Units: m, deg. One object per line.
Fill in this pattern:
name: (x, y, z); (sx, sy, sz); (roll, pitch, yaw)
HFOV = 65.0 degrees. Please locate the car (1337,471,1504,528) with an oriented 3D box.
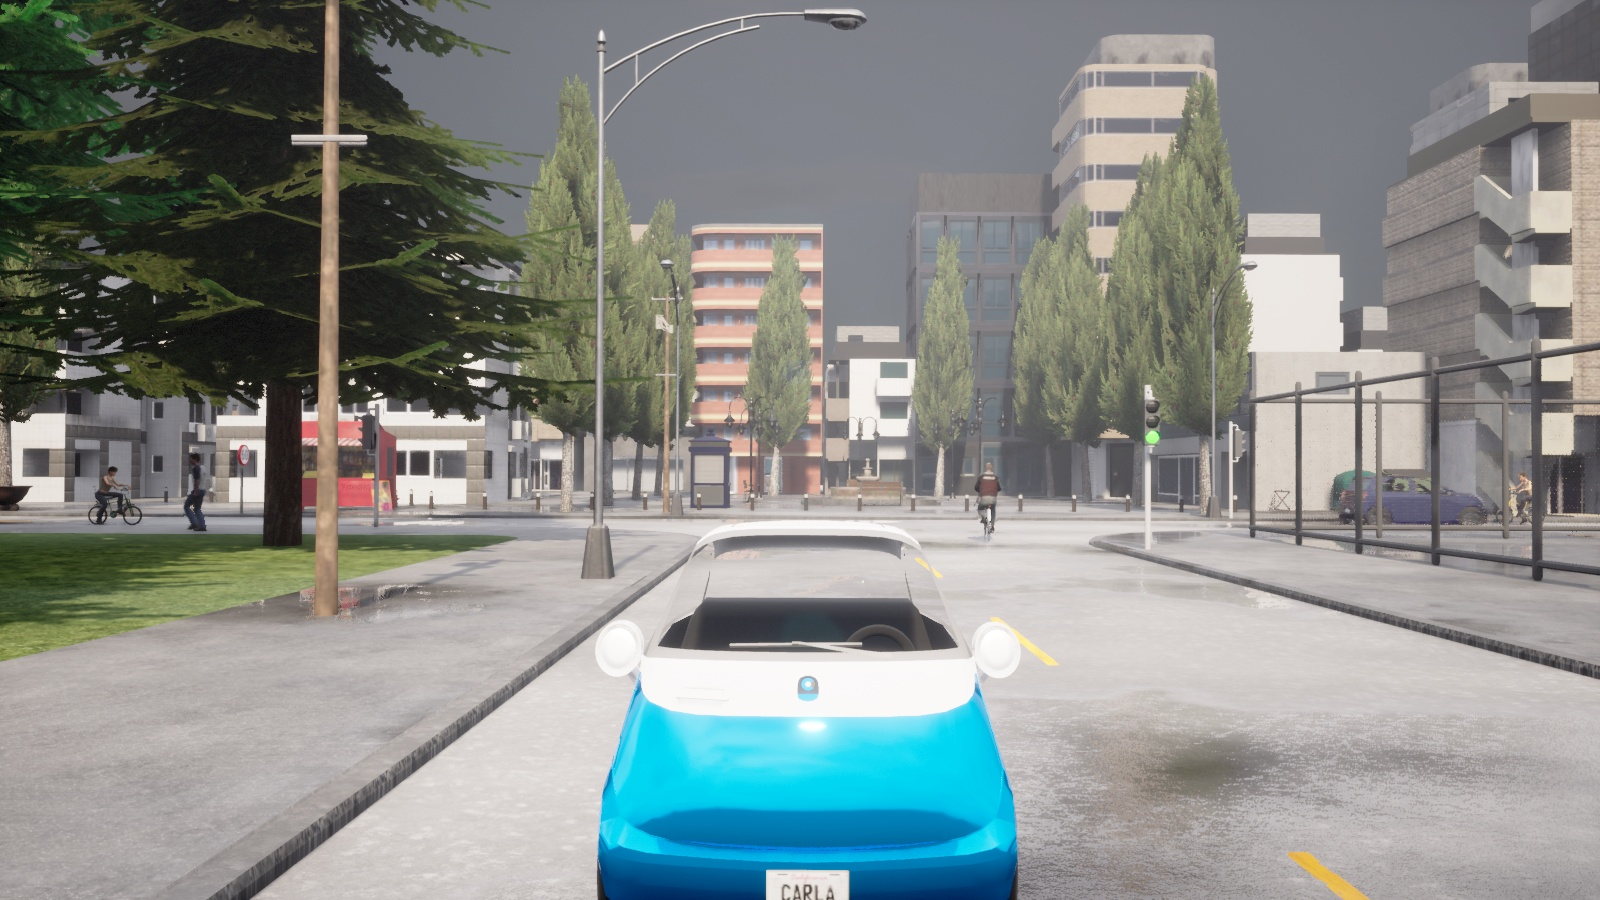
car: (16.864, 1.335, 34.265); (3.633, 1.501, 1.845); (0, -1, 0)

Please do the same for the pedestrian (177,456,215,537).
pedestrian: (-13.921, 1.065, 28.946); (0.706, 1.836, 0.354); (0, -1, -6)

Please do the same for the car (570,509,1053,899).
car: (0.037, 0.953, 4.965); (1.481, 1.376, 2.207); (0, -1, 0)

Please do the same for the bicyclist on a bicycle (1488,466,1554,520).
bicyclist on a bicycle: (21.948, 1.304, 38.248); (1.509, 1.612, 0.866); (0, -1, 0)

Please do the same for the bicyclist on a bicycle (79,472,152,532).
bicyclist on a bicycle: (-18.738, 1.402, 34.391); (1.509, 1.612, 0.866); (0, -1, 1)

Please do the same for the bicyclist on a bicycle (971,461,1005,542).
bicyclist on a bicycle: (4.249, 1.146, 28.510); (0.659, 1.776, 1.843); (1, -1, 6)
